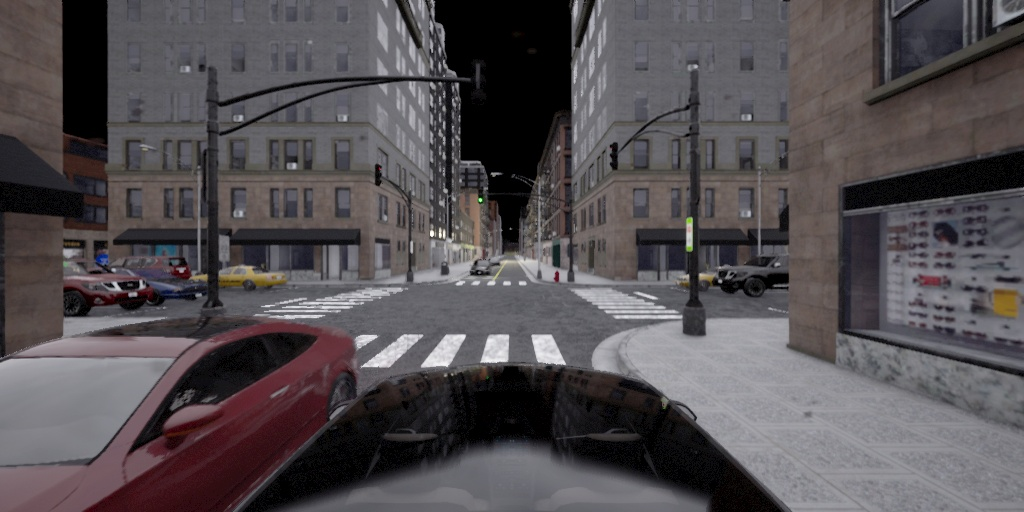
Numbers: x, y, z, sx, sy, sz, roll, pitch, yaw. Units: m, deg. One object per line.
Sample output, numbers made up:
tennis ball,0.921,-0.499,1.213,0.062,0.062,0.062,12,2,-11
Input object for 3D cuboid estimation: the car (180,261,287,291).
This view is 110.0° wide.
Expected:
car,-15.249,1.143,19.933,4.829,1.417,1.751,0,0,0

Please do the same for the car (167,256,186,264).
car,-20.759,0.927,19.941,5.009,1.841,2.192,0,0,0

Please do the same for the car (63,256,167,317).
car,-15.100,0.958,11.907,5.009,1.841,2.192,0,0,0

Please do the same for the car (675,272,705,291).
car,11.634,1.168,19.894,4.829,1.417,1.751,0,0,0

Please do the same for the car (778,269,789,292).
car,11.783,1.234,11.869,4.313,1.339,1.948,0,0,0

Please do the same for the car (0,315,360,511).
car,-2.750,1.275,2.640,1.812,1.442,4.674,0,0,0

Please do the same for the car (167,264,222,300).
car,-15.285,1.183,14.443,5.357,1.411,2.033,0,0,0

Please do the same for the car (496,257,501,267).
car,-2.748,0.851,55.438,1.882,1.535,5.008,0,2,0

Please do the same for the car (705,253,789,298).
car,12.840,0.874,17.353,5.566,2.045,2.150,0,0,0

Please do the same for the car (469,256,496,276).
car,-2.749,1.077,32.749,1.837,1.490,4.892,0,2,0
